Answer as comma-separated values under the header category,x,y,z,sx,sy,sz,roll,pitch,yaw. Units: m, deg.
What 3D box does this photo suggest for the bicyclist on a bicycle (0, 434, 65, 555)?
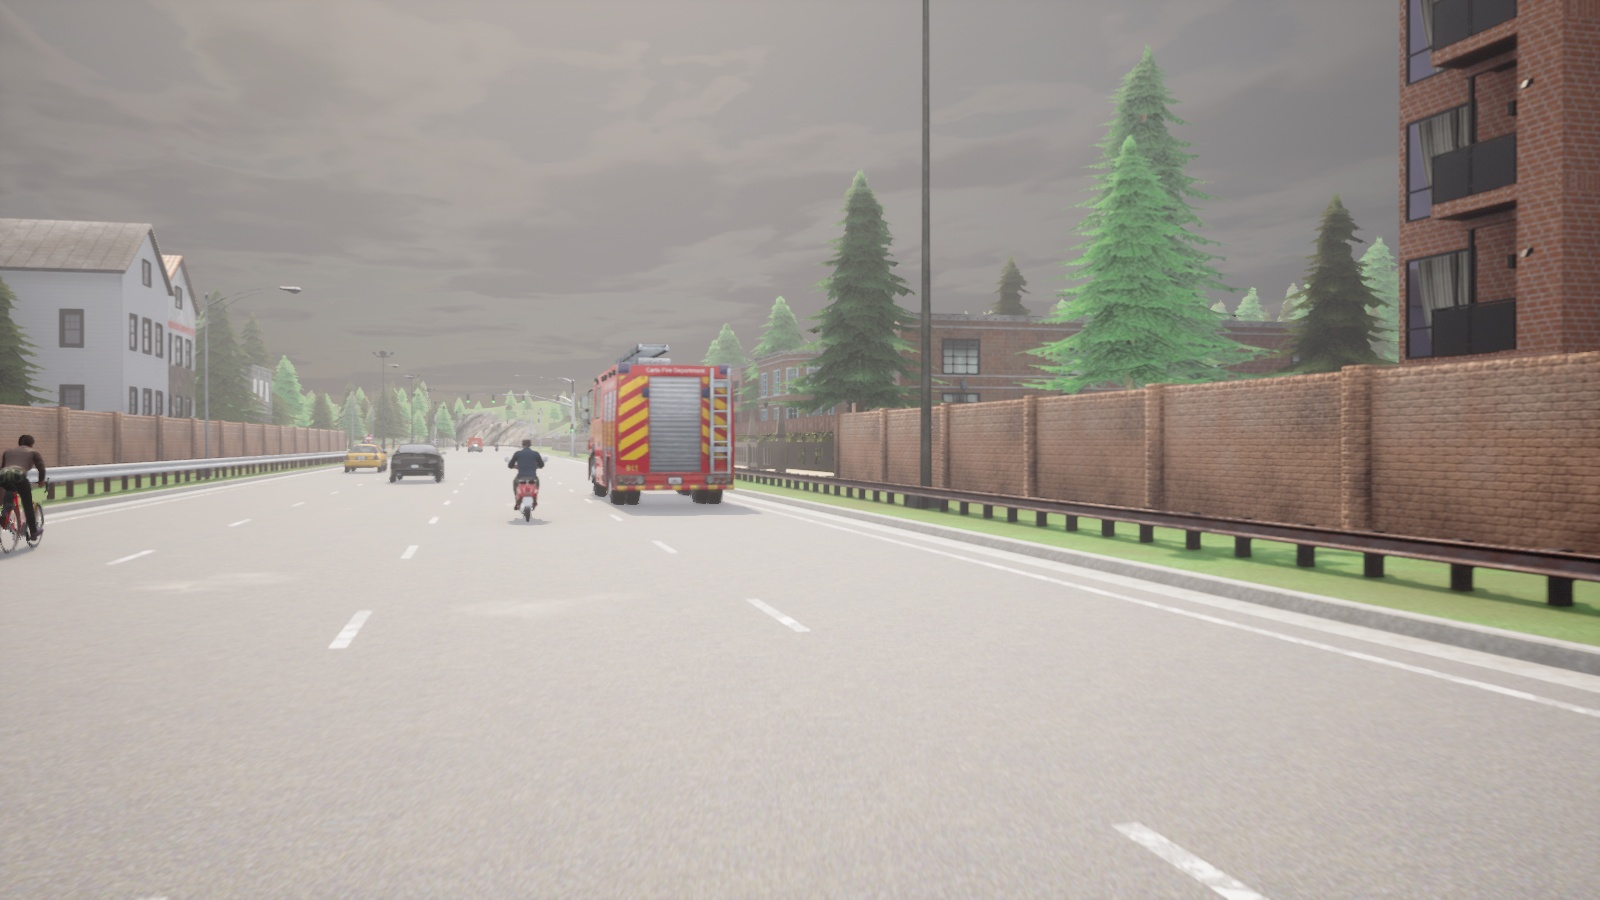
category,x,y,z,sx,sy,sz,roll,pitch,yaw
bicyclist on a bicycle,-10.835,0.592,17.483,0.582,1.620,1.656,0,0,-14

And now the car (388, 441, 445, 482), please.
category,x,y,z,sx,sy,sz,roll,pitch,yaw
car,-15.150,0.431,49.804,1.882,1.535,5.008,0,0,-14

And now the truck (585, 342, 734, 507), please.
category,x,y,z,sx,sy,sz,roll,pitch,yaw
truck,-3.991,-0.611,33.662,2.891,3.827,8.468,0,0,-14

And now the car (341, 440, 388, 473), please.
category,x,y,z,sx,sy,sz,roll,pitch,yaw
car,-22.427,0.307,64.808,1.801,1.575,5.366,0,1,-14

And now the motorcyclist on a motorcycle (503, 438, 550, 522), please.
category,x,y,z,sx,sy,sz,roll,pitch,yaw
motorcyclist on a motorcycle,-5.381,0.557,24.622,0.866,1.590,1.817,0,0,-14
